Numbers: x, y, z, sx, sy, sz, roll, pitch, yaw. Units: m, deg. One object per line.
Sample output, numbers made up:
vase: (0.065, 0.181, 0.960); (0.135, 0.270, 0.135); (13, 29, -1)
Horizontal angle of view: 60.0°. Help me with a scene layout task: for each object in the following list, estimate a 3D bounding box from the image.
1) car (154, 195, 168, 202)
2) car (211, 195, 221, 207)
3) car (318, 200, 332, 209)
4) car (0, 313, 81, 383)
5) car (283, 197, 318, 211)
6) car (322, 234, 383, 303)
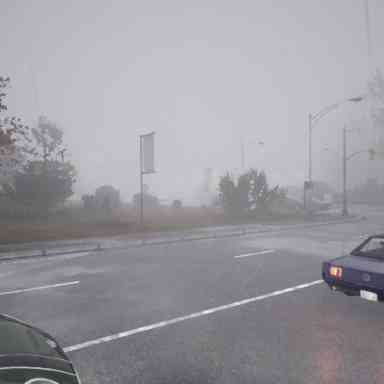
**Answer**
car: (-6.495, 1.296, 64.425); (1.812, 1.442, 4.674); (-1, 0, -38)
car: (4.592, 1.147, 44.819); (2.097, 1.767, 4.553); (-1, 0, -39)
car: (13.595, 1.303, 39.167); (2.033, 1.411, 5.357); (-1, 0, -39)
car: (-2.873, 1.352, 1.673); (4.553, 1.767, 2.097); (0, 0, -36)
car: (10.962, 1.291, 36.856); (1.837, 1.490, 4.892); (-1, 0, -39)
car: (5.010, 1.573, 7.305); (4.718, 1.301, 1.895); (0, 0, -35)
